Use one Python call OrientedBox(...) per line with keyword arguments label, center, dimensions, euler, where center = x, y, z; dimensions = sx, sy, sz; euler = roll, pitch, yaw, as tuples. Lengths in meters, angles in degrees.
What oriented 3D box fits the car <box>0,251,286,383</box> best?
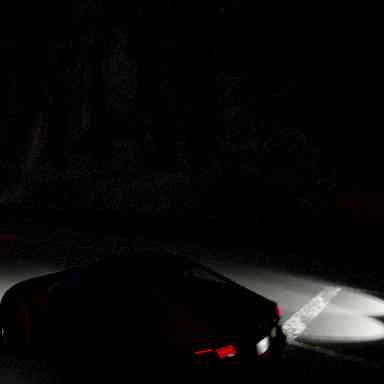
OrientedBox(label="car", center=(-0.887, 1.556, 4.623), dimensions=(4.181, 1.385, 1.994), euler=(0, 0, 35))
